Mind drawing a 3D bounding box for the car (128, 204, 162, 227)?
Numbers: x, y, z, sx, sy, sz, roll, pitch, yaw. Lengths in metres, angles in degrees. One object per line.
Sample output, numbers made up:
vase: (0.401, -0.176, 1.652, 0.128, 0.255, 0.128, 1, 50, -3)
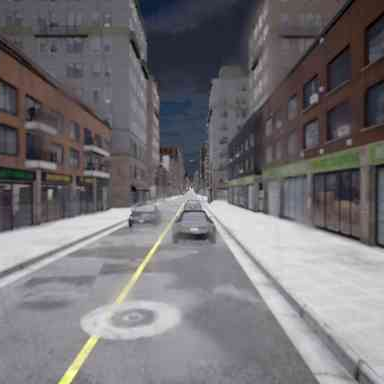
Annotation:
car: (-3.101, 1.531, 22.699, 1.812, 1.442, 4.674, 0, 0, 0)

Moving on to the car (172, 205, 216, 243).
car: (0.096, 1.568, 16.157, 1.994, 1.385, 4.181, 0, 0, 0)

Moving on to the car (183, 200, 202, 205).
car: (0.093, 1.552, 34.809, 2.033, 1.411, 5.357, 0, 0, 0)
